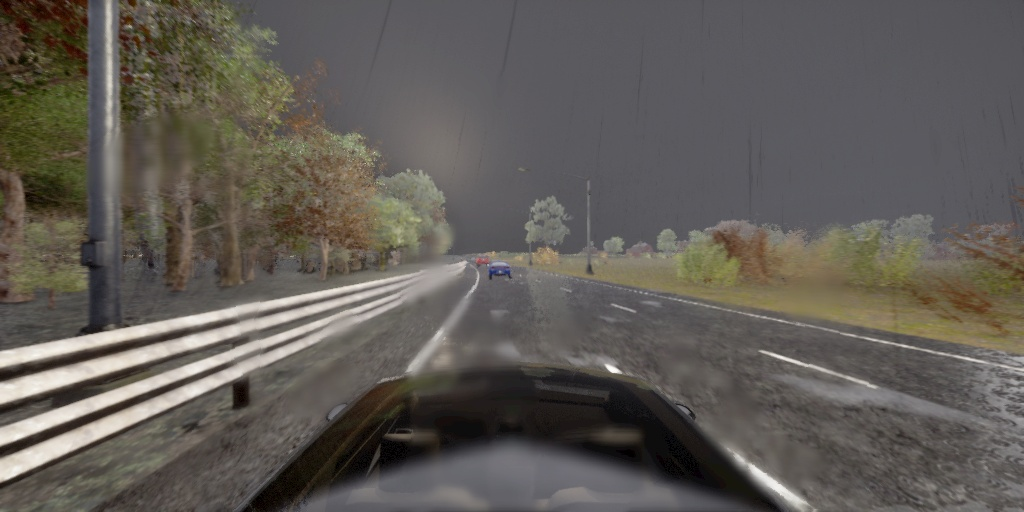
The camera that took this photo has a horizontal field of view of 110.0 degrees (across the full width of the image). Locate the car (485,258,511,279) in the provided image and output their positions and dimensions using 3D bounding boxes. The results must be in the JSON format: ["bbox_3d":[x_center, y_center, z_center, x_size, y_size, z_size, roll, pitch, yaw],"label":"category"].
[{"bbox_3d":[-1.185,1.175,32.372,1.882,1.535,5.008,0,0,-5],"label":"car"}]
